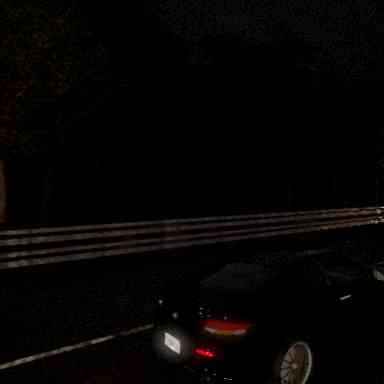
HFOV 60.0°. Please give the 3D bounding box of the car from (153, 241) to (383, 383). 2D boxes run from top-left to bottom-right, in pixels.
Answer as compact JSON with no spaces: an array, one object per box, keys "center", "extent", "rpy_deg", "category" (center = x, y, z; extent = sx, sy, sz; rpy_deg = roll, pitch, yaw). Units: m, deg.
[{"center":[1.657,1.497,5.054],"extent":[4.674,1.442,1.812],"rpy_deg":[0,0,-36],"category":"car"}]
